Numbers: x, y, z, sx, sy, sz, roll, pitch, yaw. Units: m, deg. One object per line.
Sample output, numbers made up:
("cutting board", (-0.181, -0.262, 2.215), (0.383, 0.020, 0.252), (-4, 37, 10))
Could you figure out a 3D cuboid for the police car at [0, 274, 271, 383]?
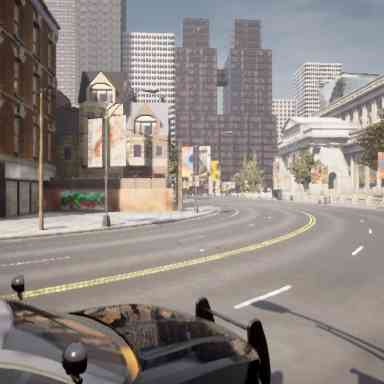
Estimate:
("police car", (-1.570, 1.416, 2.160), (5.238, 1.638, 1.930), (0, 0, -36))
